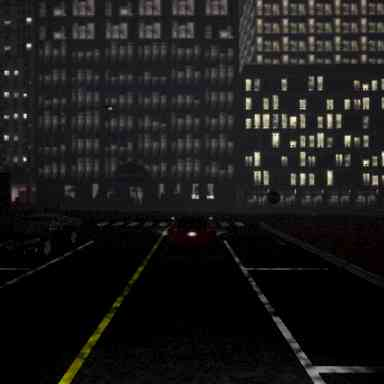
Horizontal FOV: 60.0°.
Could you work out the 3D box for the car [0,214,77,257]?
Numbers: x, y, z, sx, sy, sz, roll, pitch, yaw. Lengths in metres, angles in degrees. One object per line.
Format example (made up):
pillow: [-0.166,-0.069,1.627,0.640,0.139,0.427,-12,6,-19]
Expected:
car: [-5.811,1.553,12.832,2.008,1.369,4.403,1,0,0]

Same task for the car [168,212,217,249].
car: [0.001,1.576,14.649,1.994,1.385,4.181,0,0,0]
